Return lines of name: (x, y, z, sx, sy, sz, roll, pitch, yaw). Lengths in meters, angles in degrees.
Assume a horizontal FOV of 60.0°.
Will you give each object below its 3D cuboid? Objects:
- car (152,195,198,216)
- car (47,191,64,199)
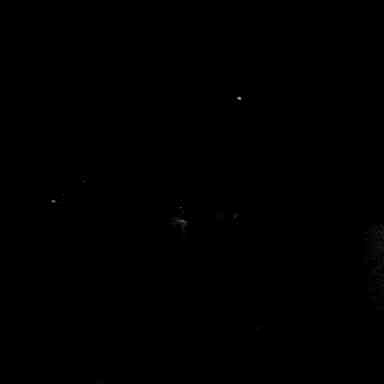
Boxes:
car: (-1.461, 1.005, 27.052, 1.882, 1.535, 5.008, -2, 2, -36)
car: (-23.698, 0.544, 57.892, 1.895, 1.301, 4.718, -2, 2, -36)
